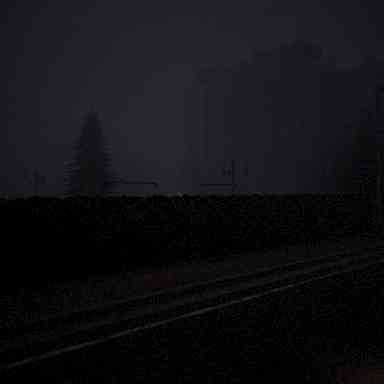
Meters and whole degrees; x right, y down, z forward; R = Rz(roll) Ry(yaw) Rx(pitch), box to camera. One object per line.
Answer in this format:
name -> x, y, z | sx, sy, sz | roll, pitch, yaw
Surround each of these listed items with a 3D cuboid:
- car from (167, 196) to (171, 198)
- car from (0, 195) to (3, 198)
car -> -4.684, 1.337, 50.366 | 2.097, 1.767, 4.553 | 0, 0, -38
car -> -40.312, 1.374, 67.393 | 3.633, 1.501, 1.845 | 0, 0, -38
